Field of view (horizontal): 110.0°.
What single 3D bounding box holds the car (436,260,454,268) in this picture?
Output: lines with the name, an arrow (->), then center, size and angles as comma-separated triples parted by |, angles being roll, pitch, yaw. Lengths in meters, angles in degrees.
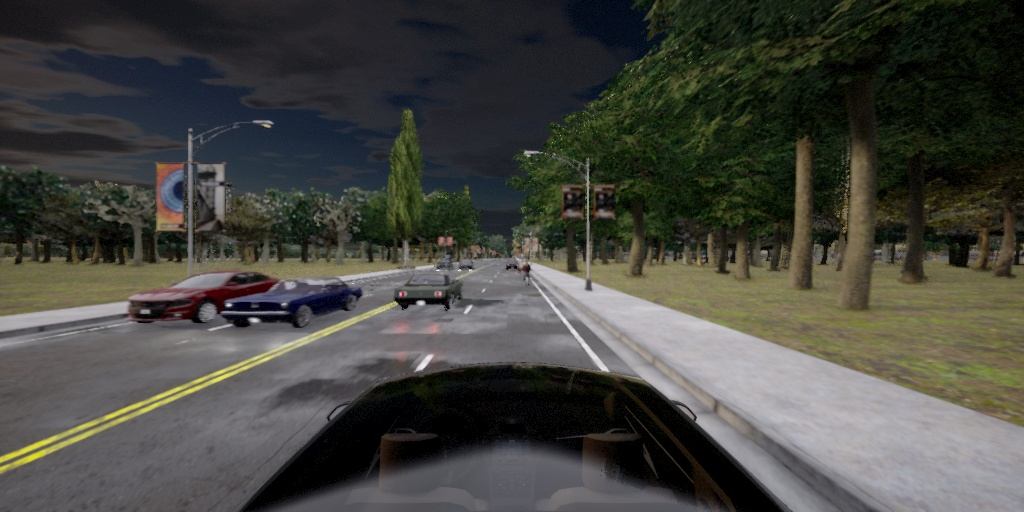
car -> -9.822, 1.291, 52.693 | 1.994, 1.385, 4.181 | 0, 0, 0

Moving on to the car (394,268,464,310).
car -> -3.152, 1.345, 14.643 | 1.895, 1.301, 4.718 | 0, 0, 0

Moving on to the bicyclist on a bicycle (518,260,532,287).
bicyclist on a bicycle -> 0.892, 1.111, 21.843 | 0.659, 1.776, 1.843 | 0, 0, 0

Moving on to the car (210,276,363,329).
car -> -6.602, 1.347, 11.411 | 1.895, 1.301, 4.718 | 0, 0, 0

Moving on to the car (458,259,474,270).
car -> -6.575, 1.232, 52.024 | 1.837, 1.490, 4.892 | 0, 0, 0

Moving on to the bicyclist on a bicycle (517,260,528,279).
bicyclist on a bicycle -> 0.909, 1.173, 31.335 | 0.866, 1.612, 1.509 | 0, 0, 0

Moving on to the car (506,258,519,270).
car -> 0.085, 1.328, 52.318 | 1.895, 1.301, 4.718 | 0, 0, 0

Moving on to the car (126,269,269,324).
car -> -9.851, 1.223, 12.127 | 1.882, 1.535, 5.008 | 0, 0, 0
